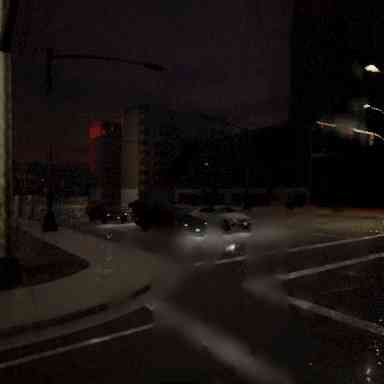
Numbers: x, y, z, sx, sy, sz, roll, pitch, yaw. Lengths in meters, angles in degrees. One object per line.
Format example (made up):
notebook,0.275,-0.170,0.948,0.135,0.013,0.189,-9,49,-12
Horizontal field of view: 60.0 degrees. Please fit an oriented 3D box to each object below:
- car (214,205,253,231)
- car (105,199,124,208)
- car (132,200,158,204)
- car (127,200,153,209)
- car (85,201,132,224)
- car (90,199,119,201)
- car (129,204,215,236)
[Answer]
car,1.712,1.569,21.025,1.812,1.442,4.674,0,0,-36
car,-14.421,2.110,61.547,1.812,1.442,4.674,0,-1,-36
car,-3.600,1.654,28.383,1.837,1.490,4.892,0,-1,-36
car,-8.379,1.979,53.196,2.033,1.411,5.357,0,-1,-35
car,-6.908,1.703,26.982,1.812,1.442,4.674,0,-1,-36
car,-10.487,1.672,37.900,2.097,1.767,4.553,0,-1,-36
car,-1.348,1.609,19.250,2.033,1.411,5.357,0,0,-38
